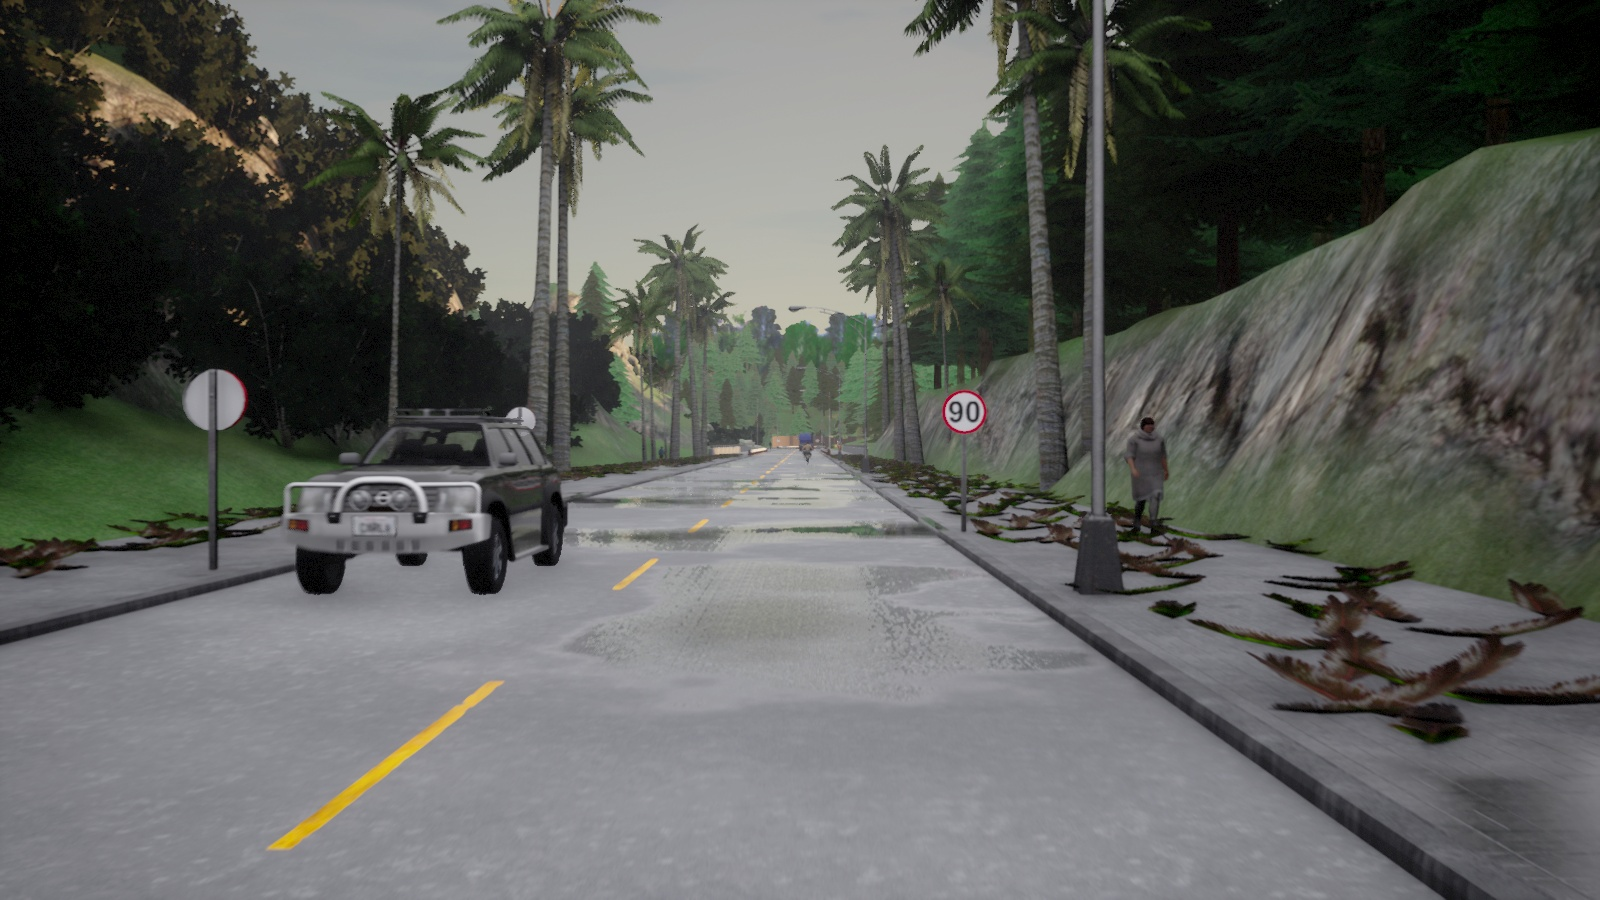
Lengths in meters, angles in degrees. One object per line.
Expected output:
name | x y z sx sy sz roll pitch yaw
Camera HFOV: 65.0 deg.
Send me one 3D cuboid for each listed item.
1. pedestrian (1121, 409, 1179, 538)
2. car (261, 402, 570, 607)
pedestrian | 5.414 0.351 19.454 0.659 1.952 0.873 0 0 0
car | -3.899 0.483 13.670 1.932 1.855 4.605 0 0 0
